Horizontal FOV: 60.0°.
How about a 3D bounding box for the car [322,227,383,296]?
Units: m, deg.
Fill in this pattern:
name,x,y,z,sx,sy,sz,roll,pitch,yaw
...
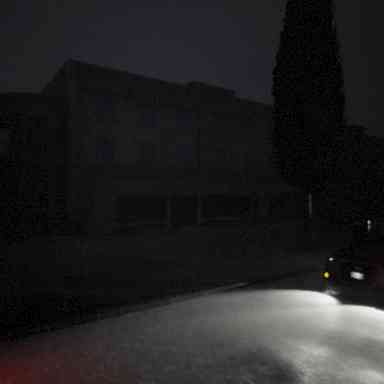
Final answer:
name,x,y,z,sx,sy,sz,roll,pitch,yaw
car,5.077,1.566,8.111,4.181,1.385,1.994,0,0,-35
